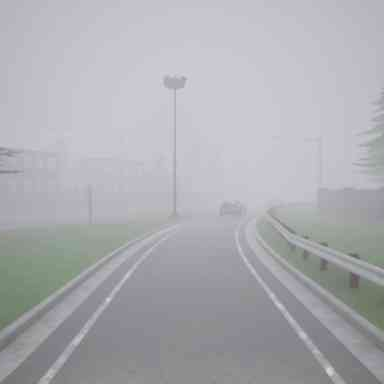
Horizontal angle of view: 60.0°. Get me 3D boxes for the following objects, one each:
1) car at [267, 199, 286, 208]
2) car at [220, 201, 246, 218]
[{"bbox_3d":[12.841,1.674,50.332,1.994,1.385,4.181,0,0,30],"label":"car"},{"bbox_3d":[3.927,1.560,31.361,2.128,1.511,4.902,0,0,18],"label":"car"}]
